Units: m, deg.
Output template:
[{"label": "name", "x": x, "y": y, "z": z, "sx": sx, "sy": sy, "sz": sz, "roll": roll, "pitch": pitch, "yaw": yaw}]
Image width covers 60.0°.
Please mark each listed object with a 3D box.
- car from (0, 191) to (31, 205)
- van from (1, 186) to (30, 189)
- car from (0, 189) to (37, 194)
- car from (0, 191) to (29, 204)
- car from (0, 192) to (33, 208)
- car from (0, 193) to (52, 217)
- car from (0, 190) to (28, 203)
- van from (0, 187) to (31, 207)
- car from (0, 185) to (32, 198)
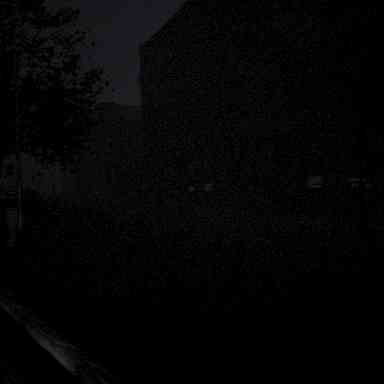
[{"label": "car", "x": -22.090, "y": 0.712, "z": 39.338, "sx": 5.366, "sy": 1.575, "sz": 1.946, "roll": -2, "pitch": 2, "yaw": -28}, {"label": "van", "x": -15.258, "y": 0.757, "z": 27.646, "sx": 4.442, "sy": 1.987, "sz": 1.878, "roll": -2, "pitch": 2, "yaw": -31}, {"label": "car", "x": -13.712, "y": 0.901, "z": 25.361, "sx": 4.553, "sy": 1.767, "sz": 2.185, "roll": -2, "pitch": 2, "yaw": -31}, {"label": "car", "x": -23.218, "y": 0.686, "z": 41.831, "sx": 4.674, "sy": 1.452, "sz": 2.002, "roll": -2, "pitch": 2, "yaw": -28}, {"label": "car", "x": -19.272, "y": 0.868, "z": 34.673, "sx": 4.674, "sy": 1.452, "sz": 2.002, "roll": -2, "pitch": 2, "yaw": -29}, {"label": "car", "x": -12.326, "y": 1.074, "z": 22.983, "sx": 4.892, "sy": 1.521, "sz": 2.231, "roll": -2, "pitch": 2, "yaw": -31}, {"label": "car", "x": -24.517, "y": 0.610, "z": 44.232, "sx": 4.792, "sy": 1.488, "sz": 2.163, "roll": -2, "pitch": 2, "yaw": -27}, {"label": "van", "x": -20.508, "y": 0.541, "z": 37.084, "sx": 4.442, "sy": 1.987, "sz": 1.878, "roll": -2, "pitch": 2, "yaw": -29}, {"label": "car", "x": -31.665, "y": -0.108, "z": 59.105, "sx": 5.566, "sy": 2.045, "sz": 2.435, "roll": -2, "pitch": 2, "yaw": -23}]
